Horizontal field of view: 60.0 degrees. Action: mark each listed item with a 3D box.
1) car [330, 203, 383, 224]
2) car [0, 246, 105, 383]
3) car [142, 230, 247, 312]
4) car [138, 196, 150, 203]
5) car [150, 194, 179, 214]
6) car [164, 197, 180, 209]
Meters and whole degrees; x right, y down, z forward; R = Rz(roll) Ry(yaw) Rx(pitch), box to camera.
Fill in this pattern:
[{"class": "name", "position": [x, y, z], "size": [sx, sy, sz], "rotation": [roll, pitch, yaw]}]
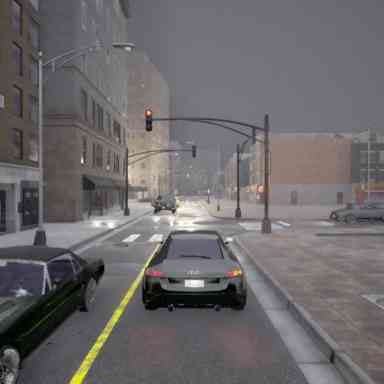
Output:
[{"class": "car", "position": [12.059, 1.515, 23.606], "size": [4.181, 1.385, 1.994], "rotation": [0, 0, 0]}, {"class": "car", "position": [-2.819, 1.601, 4.972], "size": [1.895, 1.301, 4.718], "rotation": [0, 0, 0]}, {"class": "car", "position": [0.053, 1.564, 7.799], "size": [1.994, 1.385, 4.181], "rotation": [0, 0, 0]}, {"class": "car", "position": [-8.963, 1.596, 69.975], "size": [4.674, 1.442, 1.812], "rotation": [0, 0, 9]}, {"class": "car", "position": [-2.831, 1.232, 36.180], "size": [2.150, 2.045, 5.566], "rotation": [0, 0, 0]}, {"class": "car", "position": [-2.817, 1.495, 47.738], "size": [1.882, 1.535, 5.008], "rotation": [0, 0, 0]}]
